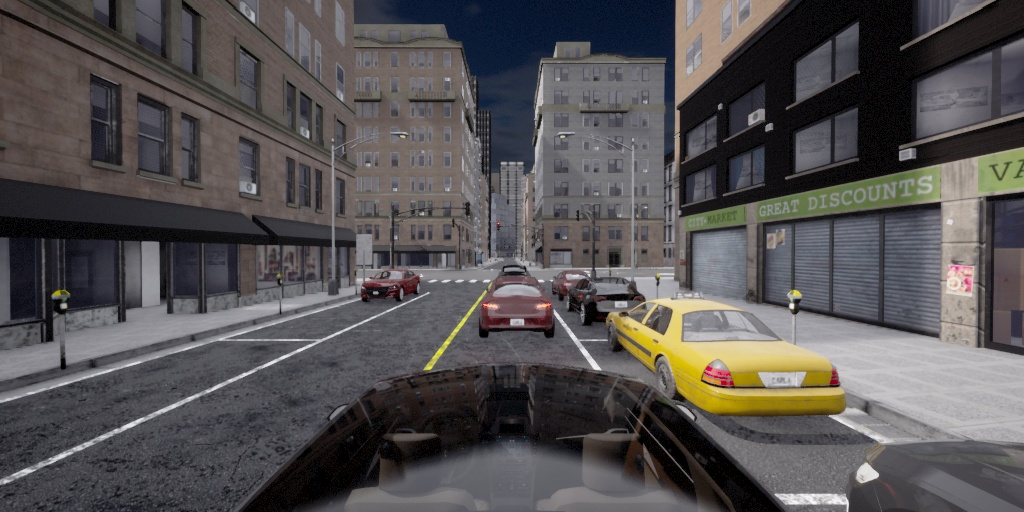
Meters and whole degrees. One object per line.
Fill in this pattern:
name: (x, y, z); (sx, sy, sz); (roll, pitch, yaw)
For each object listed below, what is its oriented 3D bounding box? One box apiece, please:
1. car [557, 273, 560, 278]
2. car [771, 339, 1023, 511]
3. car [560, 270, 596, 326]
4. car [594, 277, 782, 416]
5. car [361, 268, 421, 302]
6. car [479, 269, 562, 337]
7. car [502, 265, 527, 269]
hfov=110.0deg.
car: (2.898, 1.326, 17.123); (1.802, 1.307, 4.207); (0, 0, 0)
car: (2.871, 1.301, 0.365); (2.007, 1.370, 4.403); (0, 0, 0)
car: (2.889, 1.312, 11.537); (1.948, 1.339, 4.313); (0, 0, 0)
car: (2.881, 1.274, 6.121); (1.751, 1.417, 4.829); (0, 0, 0)
car: (-5.647, 1.289, 17.134); (1.888, 1.381, 4.507); (0, 0, 0)
car: (0.106, 1.273, 10.103); (1.812, 1.442, 4.674); (0, 0, 0)
car: (0.127, 1.248, 20.382); (1.837, 1.490, 4.892); (0, 0, 0)
